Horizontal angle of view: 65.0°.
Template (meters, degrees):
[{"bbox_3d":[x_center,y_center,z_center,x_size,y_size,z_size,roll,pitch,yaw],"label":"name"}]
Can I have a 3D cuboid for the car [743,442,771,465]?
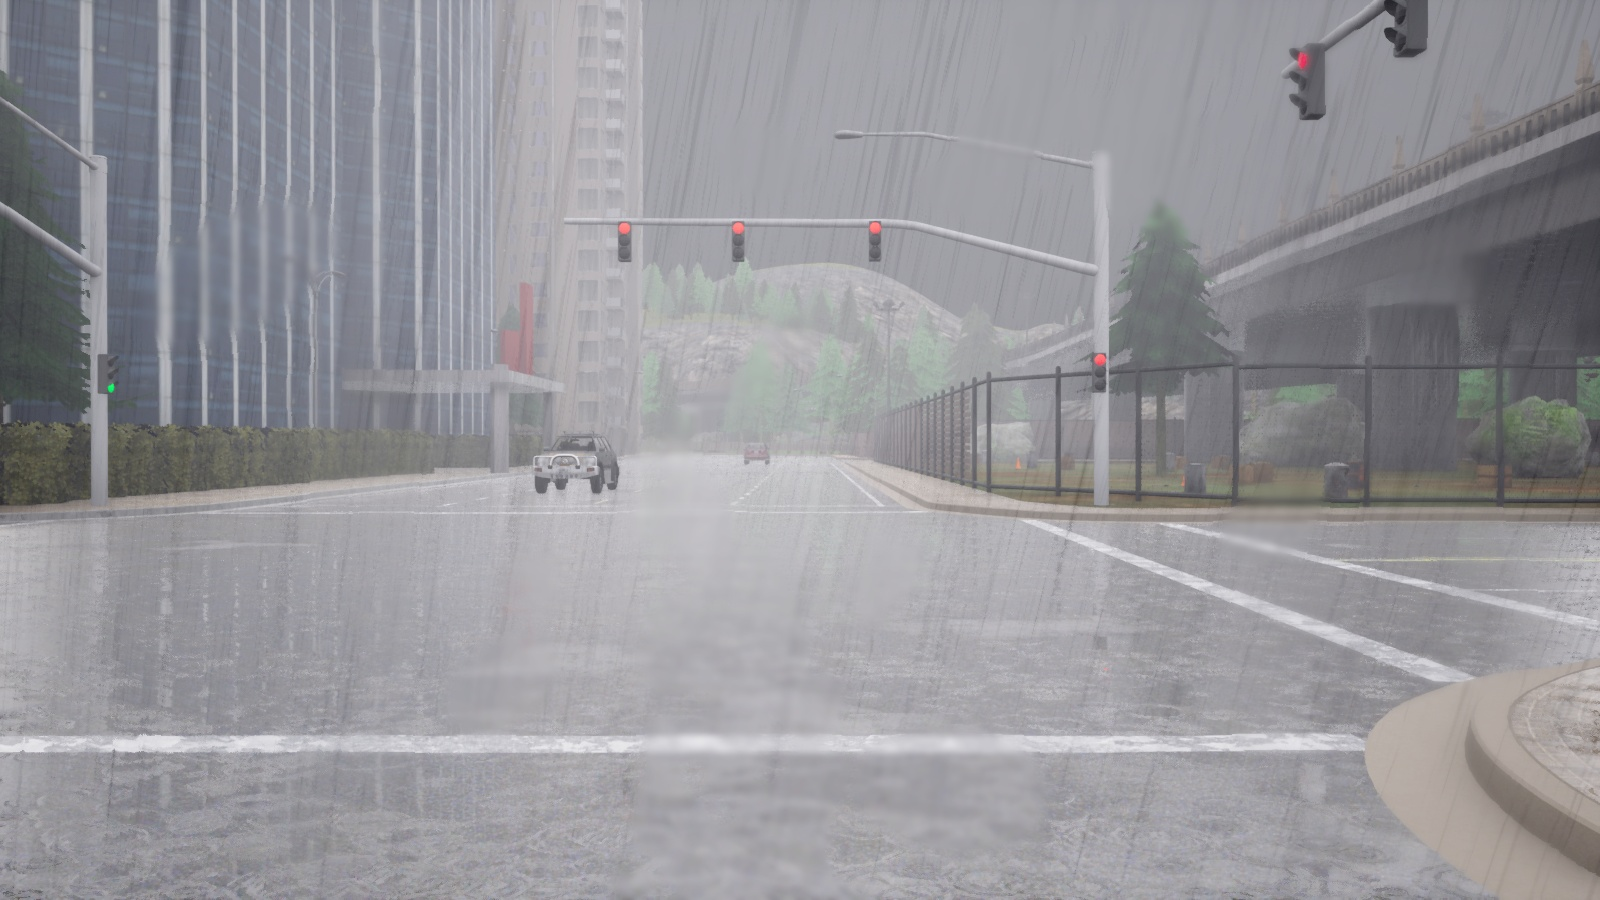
[{"bbox_3d":[-2.986,0.228,87.573,1.789,1.549,3.705,0,0,0],"label":"car"}]

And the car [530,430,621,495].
[{"bbox_3d":[-6.765,0.341,38.320,1.932,1.855,4.605,0,0,0],"label":"car"}]
